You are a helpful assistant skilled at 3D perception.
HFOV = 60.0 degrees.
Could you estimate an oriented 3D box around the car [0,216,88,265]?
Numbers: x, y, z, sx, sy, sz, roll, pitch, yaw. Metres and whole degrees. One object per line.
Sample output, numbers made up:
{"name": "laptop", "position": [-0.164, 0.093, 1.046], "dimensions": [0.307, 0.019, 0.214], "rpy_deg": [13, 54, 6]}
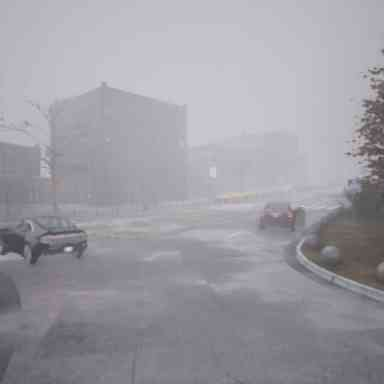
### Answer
{"name": "car", "position": [-5.725, 1.660, 12.460], "dimensions": [4.902, 1.511, 2.128], "rpy_deg": [-1, -1, 44]}

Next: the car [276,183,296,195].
{"name": "car", "position": [15.711, -0.551, 59.309], "dimensions": [2.435, 2.045, 5.566], "rpy_deg": [-1, 3, 40]}

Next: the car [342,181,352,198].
{"name": "car", "position": [21.727, -0.193, 43.051], "dimensions": [2.150, 2.045, 5.566], "rpy_deg": [-1, 3, 40]}

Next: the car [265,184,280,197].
{"name": "car", "position": [12.010, 0.009, 54.860], "dimensions": [1.946, 1.575, 5.366], "rpy_deg": [-1, 3, 40]}

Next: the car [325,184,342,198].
{"name": "car", "position": [21.043, -0.012, 47.457], "dimensions": [1.812, 1.442, 4.674], "rpy_deg": [-1, 3, 40]}

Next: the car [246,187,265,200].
{"name": "car", "position": [8.482, 0.307, 50.619], "dimensions": [1.946, 1.575, 5.366], "rpy_deg": [-1, 3, 40]}

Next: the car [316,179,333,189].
{"name": "car", "position": [29.854, -1.490, 76.312], "dimensions": [2.231, 1.521, 4.892], "rpy_deg": [-1, 3, 40]}

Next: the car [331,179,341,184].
{"name": "car", "position": [33.348, -2.038, 80.518], "dimensions": [2.435, 2.045, 5.566], "rpy_deg": [-1, 3, 40]}

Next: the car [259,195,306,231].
{"name": "car", "position": [5.776, 1.330, 20.919], "dimensions": [2.097, 1.767, 4.553], "rpy_deg": [-1, 1, 27]}

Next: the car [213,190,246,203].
{"name": "car", "position": [4.948, 0.607, 46.385], "dimensions": [1.946, 1.575, 5.366], "rpy_deg": [-1, 3, 40]}

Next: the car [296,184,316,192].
{"name": "car", "position": [22.772, -0.865, 67.803], "dimensions": [2.163, 1.488, 4.792], "rpy_deg": [-1, 3, 40]}
